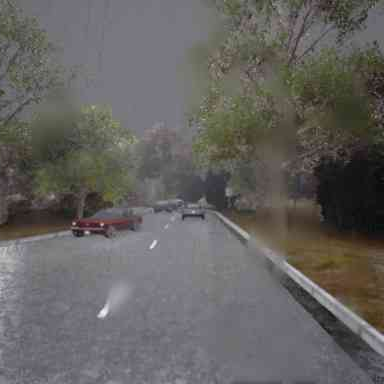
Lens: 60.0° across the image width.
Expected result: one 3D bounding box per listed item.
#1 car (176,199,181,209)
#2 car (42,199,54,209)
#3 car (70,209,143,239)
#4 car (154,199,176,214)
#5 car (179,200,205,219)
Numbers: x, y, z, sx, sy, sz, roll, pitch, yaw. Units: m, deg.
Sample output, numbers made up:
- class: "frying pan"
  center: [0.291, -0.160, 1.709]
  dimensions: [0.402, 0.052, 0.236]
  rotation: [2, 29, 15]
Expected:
- class: "car"
  center: [-2.441, 1.646, 43.704]
  dimensions: [1.837, 1.490, 4.892]
  rotation: [1, -1, -27]
- class: "car"
  center: [-18.826, 1.734, 47.289]
  dimensions: [4.674, 1.442, 1.812]
  rotation: [0, -1, -3]
- class: "car"
  center: [-4.272, 1.569, 17.391]
  dimensions: [1.895, 1.301, 4.718]
  rotation: [0, 0, 14]
- class: "car"
  center: [-3.167, 1.615, 37.039]
  dimensions: [2.033, 1.411, 5.357]
  rotation: [0, 0, -5]
- class: "car"
  center: [0.093, 1.591, 28.878]
  dimensions: [1.994, 1.385, 4.181]
  rotation: [0, 0, -1]
